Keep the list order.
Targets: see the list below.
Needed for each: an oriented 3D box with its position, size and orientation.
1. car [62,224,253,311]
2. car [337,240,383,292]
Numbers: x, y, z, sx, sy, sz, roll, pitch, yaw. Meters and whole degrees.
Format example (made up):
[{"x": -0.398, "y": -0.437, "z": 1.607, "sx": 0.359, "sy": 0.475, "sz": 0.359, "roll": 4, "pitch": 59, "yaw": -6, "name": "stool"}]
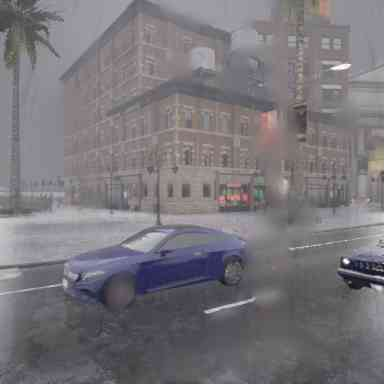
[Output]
[{"x": -0.584, "y": 1.526, "z": 7.871, "sx": 4.674, "sy": 1.442, "sz": 1.812, "roll": 0, "pitch": 0, "yaw": -35, "name": "car"}, {"x": 5.525, "y": 1.601, "z": 7.921, "sx": 4.718, "sy": 1.301, "sz": 1.895, "roll": 0, "pitch": 0, "yaw": -35, "name": "car"}]
